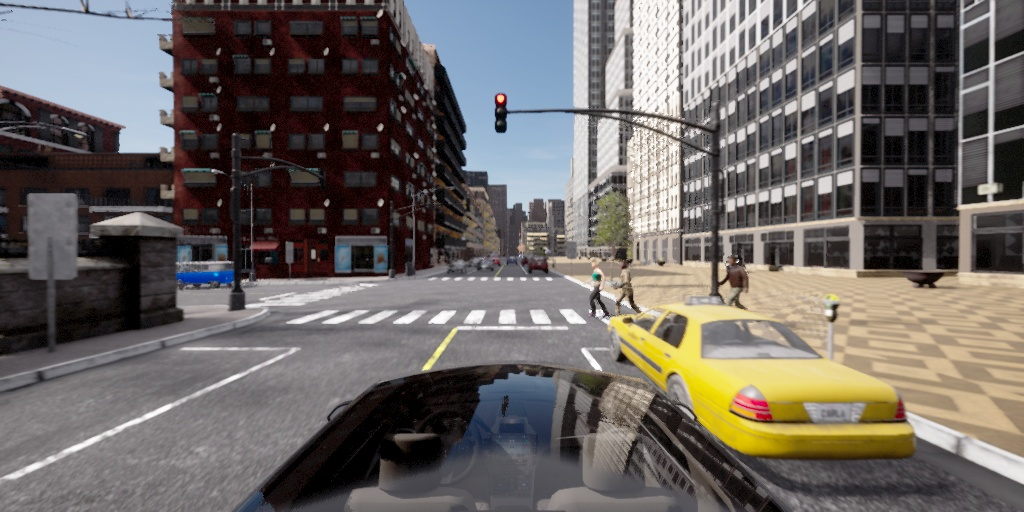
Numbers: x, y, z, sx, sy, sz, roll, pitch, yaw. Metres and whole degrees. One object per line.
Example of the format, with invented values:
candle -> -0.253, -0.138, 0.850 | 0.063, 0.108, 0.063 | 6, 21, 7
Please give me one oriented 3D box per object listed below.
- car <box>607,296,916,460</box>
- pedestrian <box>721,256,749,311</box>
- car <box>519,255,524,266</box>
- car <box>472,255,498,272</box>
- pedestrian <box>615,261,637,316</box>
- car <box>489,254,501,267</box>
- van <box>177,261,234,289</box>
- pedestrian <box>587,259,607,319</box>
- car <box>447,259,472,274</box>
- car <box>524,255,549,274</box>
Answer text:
car -> 2.690, 1.255, 5.306 | 1.751, 1.417, 4.829 | 0, 0, 0
pedestrian -> 6.098, 0.843, 9.809 | 0.375, 1.860, 0.375 | 0, 1, 0
car -> 2.703, 0.752, 59.653 | 2.192, 1.841, 5.009 | 0, 0, 0
car -> -3.075, 1.010, 42.236 | 2.128, 1.511, 4.902 | 0, 0, 0
pedestrian -> 3.332, 0.991, 10.506 | 0.375, 1.860, 0.375 | 0, 1, 0
car -> -3.029, 0.659, 59.322 | 2.150, 2.045, 5.566 | 0, 0, 1
van -> -20.762, 1.255, 24.315 | 3.998, 1.789, 1.690 | 0, 0, -1
pedestrian -> 2.600, 0.988, 11.010 | 0.375, 1.860, 0.375 | 0, 1, 0
car -> -5.682, 1.095, 37.550 | 2.007, 1.370, 4.403 | 0, 0, 0
car -> 2.698, 0.859, 37.548 | 2.192, 1.841, 5.009 | 0, 0, 0
